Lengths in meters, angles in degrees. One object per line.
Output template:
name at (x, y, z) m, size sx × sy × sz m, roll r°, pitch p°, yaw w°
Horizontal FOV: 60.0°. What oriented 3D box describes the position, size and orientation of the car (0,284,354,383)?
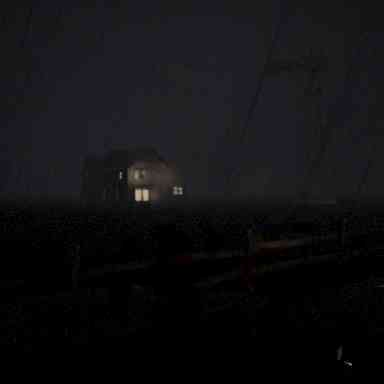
car at (-0.995, 1.546, 2.362) m, size 5.357 × 1.411 × 2.033 m, roll 0°, pitch 0°, yaw -36°
